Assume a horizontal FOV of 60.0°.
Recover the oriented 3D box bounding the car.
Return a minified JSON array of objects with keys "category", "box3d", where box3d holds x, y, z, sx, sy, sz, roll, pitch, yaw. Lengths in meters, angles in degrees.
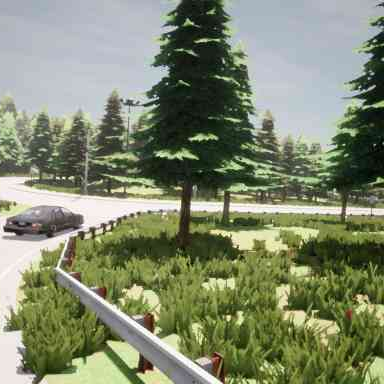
[{"category":"car","box3d":[-7.393,1.410,17.288,2.033,1.411,5.357,4,1,3]}]
